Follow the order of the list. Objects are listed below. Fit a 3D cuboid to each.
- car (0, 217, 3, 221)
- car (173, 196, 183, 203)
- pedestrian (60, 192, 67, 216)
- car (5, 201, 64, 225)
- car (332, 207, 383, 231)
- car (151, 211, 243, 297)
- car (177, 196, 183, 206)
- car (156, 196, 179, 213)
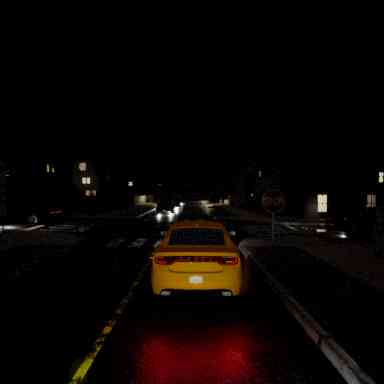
[{"bbox_3d":[-13.697,1.338,19.370,4.181,1.385,1.994,1,1,-1],"label":"car"},{"bbox_3d":[-2.787,1.496,68.522,1.812,1.442,4.674,0,0,0],"label":"car"},{"bbox_3d":[-9.695,0.862,25.144,0.375,1.860,0.375,0,0,1],"label":"pedestrian"},{"bbox_3d":[-11.303,1.310,21.901,5.357,1.411,2.033,1,1,2],"label":"car"},{"bbox_3d":[11.893,1.718,21.927,5.008,1.535,1.882,1,1,1],"label":"car"},{"bbox_3d":[0.148,1.475,8.634,1.882,1.535,5.008,0,0,2],"label":"car"},{"bbox_3d":[-2.856,1.474,51.554,2.128,1.511,4.902,0,0,0],"label":"car"},{"bbox_3d":[-2.868,1.538,36.878,2.033,1.411,5.357,0,0,0],"label":"car"}]
